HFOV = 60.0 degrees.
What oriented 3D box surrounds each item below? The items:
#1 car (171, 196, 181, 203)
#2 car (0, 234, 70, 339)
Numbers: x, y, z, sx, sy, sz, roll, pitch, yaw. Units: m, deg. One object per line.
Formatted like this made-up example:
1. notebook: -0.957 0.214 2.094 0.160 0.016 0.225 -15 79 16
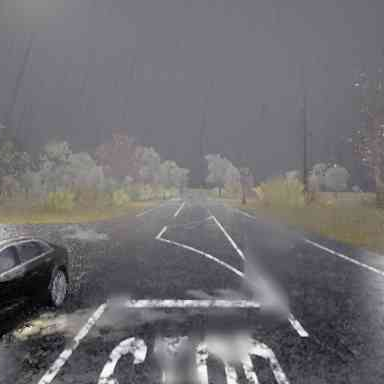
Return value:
1. car: -3.293 1.545 68.109 1.895 1.301 4.718 0 0 0
2. car: -3.496 1.496 5.133 2.128 1.511 4.902 0 0 0
